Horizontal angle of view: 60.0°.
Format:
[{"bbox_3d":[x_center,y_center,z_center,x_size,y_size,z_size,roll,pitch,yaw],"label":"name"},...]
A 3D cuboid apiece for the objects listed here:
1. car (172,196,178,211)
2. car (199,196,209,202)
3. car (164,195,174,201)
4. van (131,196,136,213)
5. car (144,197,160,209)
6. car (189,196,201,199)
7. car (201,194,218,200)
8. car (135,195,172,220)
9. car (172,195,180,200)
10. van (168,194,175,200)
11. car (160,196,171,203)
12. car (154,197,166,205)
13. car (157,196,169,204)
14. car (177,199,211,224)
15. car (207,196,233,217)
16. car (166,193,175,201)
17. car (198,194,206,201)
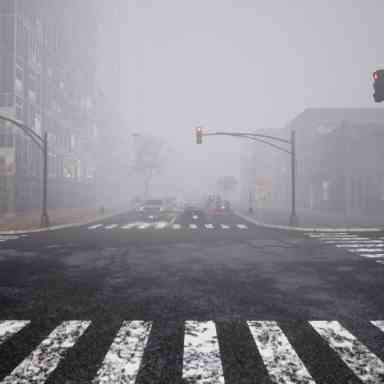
[{"bbox_3d":[-3.090,1.552,37.622,2.033,1.411,5.357,0,0,0],"label":"car"},{"bbox_3d":[2.724,1.572,76.396,1.947,1.339,4.313,1,0,0],"label":"car"},{"bbox_3d":[-5.654,1.557,82.033,2.008,1.369,4.403,1,0,0],"label":"car"},{"bbox_3d":[-5.663,1.346,36.641,1.690,1.788,3.998,1,0,0],"label":"van"},{"bbox_3d":[-5.663,1.530,47.819,1.752,1.417,4.829,1,0,0],"label":"car"},{"bbox_3d":[0.116,1.606,51.375,1.895,1.301,4.718,0,0,0],"label":"car"},{"bbox_3d":[2.719,1.320,42.351,2.192,1.841,5.009,1,0,0],"label":"car"},{"bbox_3d":[-3.125,1.356,28.149,2.097,1.767,4.553,0,0,1],"label":"car"},{"bbox_3d":[-3.082,1.531,47.642,1.812,1.442,4.674,0,0,0],"label":"car"},{"bbox_3d":[-5.647,1.347,93.381,1.690,1.788,3.998,1,0,0],"label":"van"},{"bbox_3d":[-5.658,1.572,70.685,1.947,1.339,4.313,1,0,0],"label":"car"},{"bbox_3d":[-5.661,1.587,59.337,1.802,1.307,4.206,1,0,0],"label":"car"},{"bbox_3d":[-5.659,1.572,65.011,1.947,1.339,4.313,1,0,0],"label":"car"},{"bbox_3d":[0.077,1.529,24.705,1.812,1.442,4.674,-1,0,-4],"label":"car"},{"bbox_3d":[2.713,1.444,31.003,1.967,1.590,4.097,1,0,0],"label":"car"},{"bbox_3d":[-5.648,1.321,87.707,2.192,1.841,5.009,1,0,0],"label":"car"},{"bbox_3d":[2.729,1.446,87.743,1.967,1.590,4.097,1,0,0],"label":"car"}]
